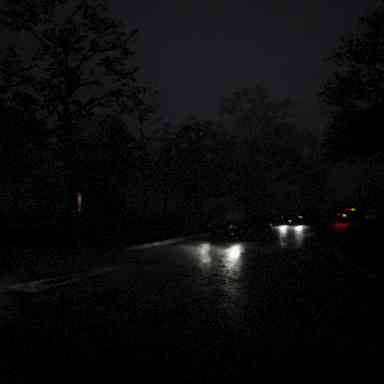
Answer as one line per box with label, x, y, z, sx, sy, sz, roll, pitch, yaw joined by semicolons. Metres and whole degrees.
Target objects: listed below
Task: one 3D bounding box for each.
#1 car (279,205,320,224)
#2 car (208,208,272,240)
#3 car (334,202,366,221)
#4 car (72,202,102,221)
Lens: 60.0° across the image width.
car;8.879;1.803;27.153;2.033;1.411;5.357;-4;-2;35
car;2.762;1.706;18.524;1.882;1.535;5.008;-4;-3;36
car;13.255;1.579;27.920;1.837;1.490;4.892;-4;-3;35
car;-11.202;2.231;38.749;2.150;2.045;5.566;-4;-2;36
